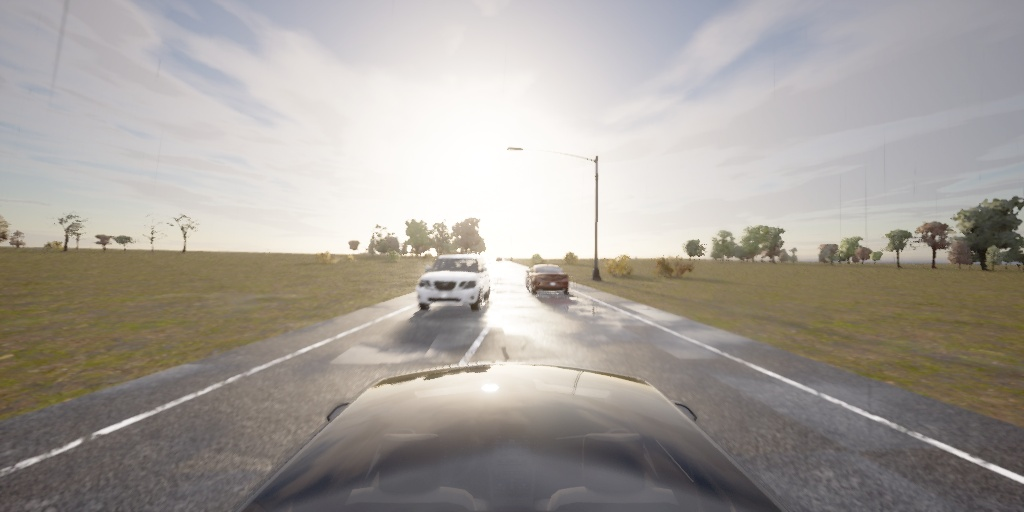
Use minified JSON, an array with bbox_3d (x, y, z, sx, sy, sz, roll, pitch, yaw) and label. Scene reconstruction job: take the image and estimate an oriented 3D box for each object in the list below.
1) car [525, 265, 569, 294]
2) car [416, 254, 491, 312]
[{"bbox_3d":[1.854,1.215,19.998,1.882,1.535,5.008,0,0,-3],"label":"car"},{"bbox_3d":[-2.117,0.941,14.558,2.150,2.045,5.566,1,0,2],"label":"car"}]
